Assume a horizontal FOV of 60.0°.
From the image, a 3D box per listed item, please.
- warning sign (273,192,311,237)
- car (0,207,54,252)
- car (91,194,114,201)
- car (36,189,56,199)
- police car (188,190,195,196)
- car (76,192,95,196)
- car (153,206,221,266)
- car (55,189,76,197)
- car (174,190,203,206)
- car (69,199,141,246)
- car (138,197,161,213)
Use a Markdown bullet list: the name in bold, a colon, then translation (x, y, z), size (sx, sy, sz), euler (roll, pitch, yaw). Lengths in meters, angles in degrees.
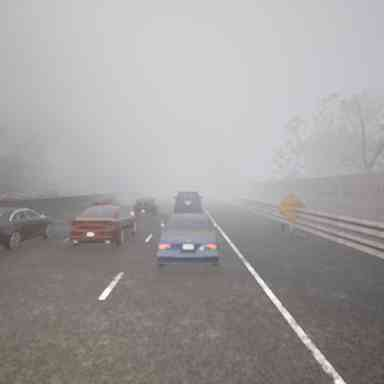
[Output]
- **warning sign**: translation (4.361, 0.948, 14.600), size (1.300, 1.860, 1.060), euler (-1, 0, -1)
- **car**: translation (-7.119, 1.340, 13.097), size (2.128, 1.511, 4.902), euler (0, 1, 0)
- **car**: translation (-7.303, 1.183, 28.129), size (1.837, 1.490, 4.892), euler (0, 1, 0)
- **car**: translation (-25.242, 0.549, 58.517), size (2.150, 2.045, 5.566), euler (0, 1, 0)
- **police car**: translation (-0.111, 0.350, 94.653), size (1.930, 1.638, 5.238), euler (0, 1, -1)
- **car**: translation (-18.264, 0.815, 59.039), size (2.128, 1.511, 4.902), euler (0, 1, 0)
- **car**: translation (-0.111, 1.420, 11.027), size (2.033, 1.411, 5.357), euler (0, 1, 0)
- **car**: translation (-21.758, 0.677, 58.855), size (2.097, 1.767, 4.553), euler (0, 1, 0)
- **car**: translation (-0.300, 0.912, 27.137), size (2.150, 2.045, 5.566), euler (0, 1, 0)
- **car**: translation (-3.623, 1.312, 14.323), size (1.882, 1.535, 5.008), euler (0, 1, 0)
- **car**: translation (-3.803, 1.183, 28.157), size (1.837, 1.490, 4.892), euler (0, 1, 0)
